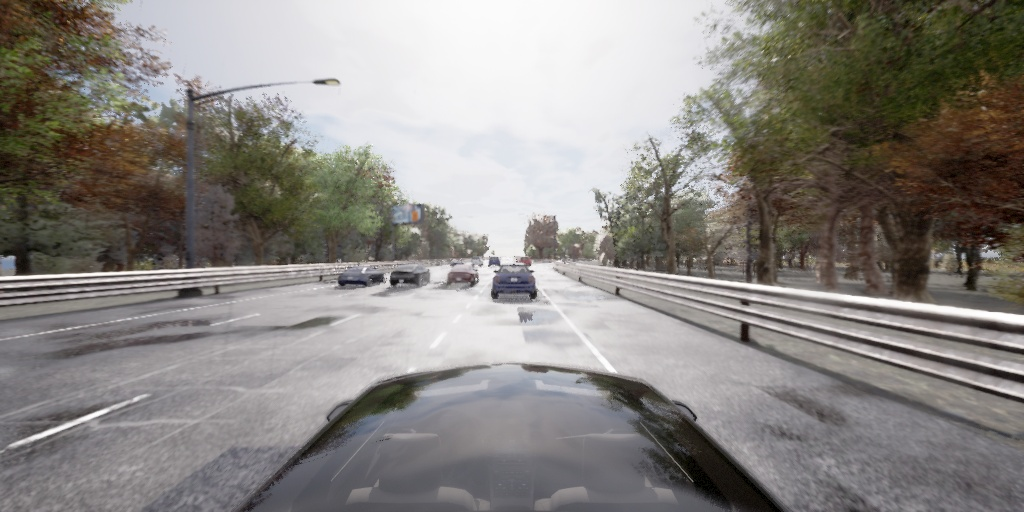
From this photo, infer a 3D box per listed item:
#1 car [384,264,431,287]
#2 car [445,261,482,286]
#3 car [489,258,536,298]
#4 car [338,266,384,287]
[{"bbox_3d":[-6.905,1.302,24.803,1.837,1.490,4.892,0,0,0],"label":"car"},{"bbox_3d":[-3.405,1.322,25.335,1.812,1.442,4.674,0,0,0],"label":"car"},{"bbox_3d":[0.096,1.136,18.863,2.097,1.767,4.553,0,0,0],"label":"car"},{"bbox_3d":[-10.406,1.361,25.105,1.994,1.385,4.181,0,0,0],"label":"car"}]
